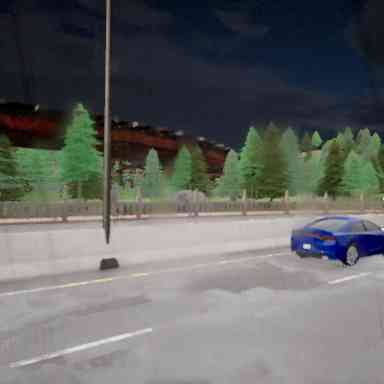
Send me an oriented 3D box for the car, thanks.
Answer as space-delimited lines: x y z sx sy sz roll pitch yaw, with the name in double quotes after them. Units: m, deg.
5.740 1.640 12.225 5.008 1.535 1.882 1 -1 -36 "car"
